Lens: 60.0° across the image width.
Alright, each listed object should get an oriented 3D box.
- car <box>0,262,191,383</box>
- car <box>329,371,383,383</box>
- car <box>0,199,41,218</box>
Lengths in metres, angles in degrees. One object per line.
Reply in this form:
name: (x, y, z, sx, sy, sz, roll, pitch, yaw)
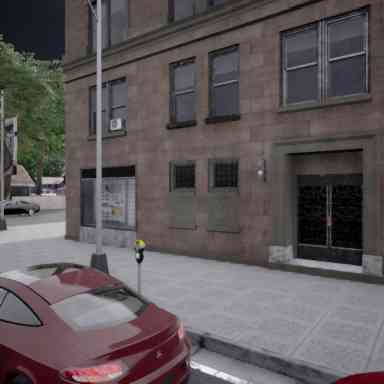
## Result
car: (-1.947, 1.582, 4.204, 4.206, 1.307, 1.802, 0, 0, 36)
car: (2.541, 1.545, 0.994, 4.507, 1.381, 1.887, 0, 0, 36)
car: (-15.562, 1.398, 28.565, 2.128, 1.511, 4.902, 0, 0, 34)
